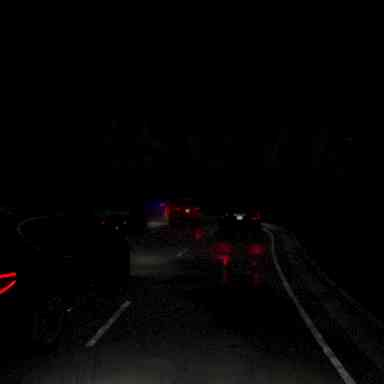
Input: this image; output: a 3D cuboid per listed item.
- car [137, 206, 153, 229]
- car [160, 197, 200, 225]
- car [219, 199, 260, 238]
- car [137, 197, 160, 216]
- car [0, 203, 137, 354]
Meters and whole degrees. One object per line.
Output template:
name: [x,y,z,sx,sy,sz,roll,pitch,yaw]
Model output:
car: [-4.110,1.789,20.924,1.895,1.301,4.718,0,-1,7]
car: [-0.916,1.479,26.589,2.150,2.045,5.566,1,-1,-13]
car: [2.776,1.425,19.419,2.150,2.045,5.566,1,0,8]
car: [-4.697,1.571,37.634,5.566,2.045,2.150,0,-1,37]
car: [-2.891,1.273,6.402,2.150,2.045,5.566,0,-1,5]
